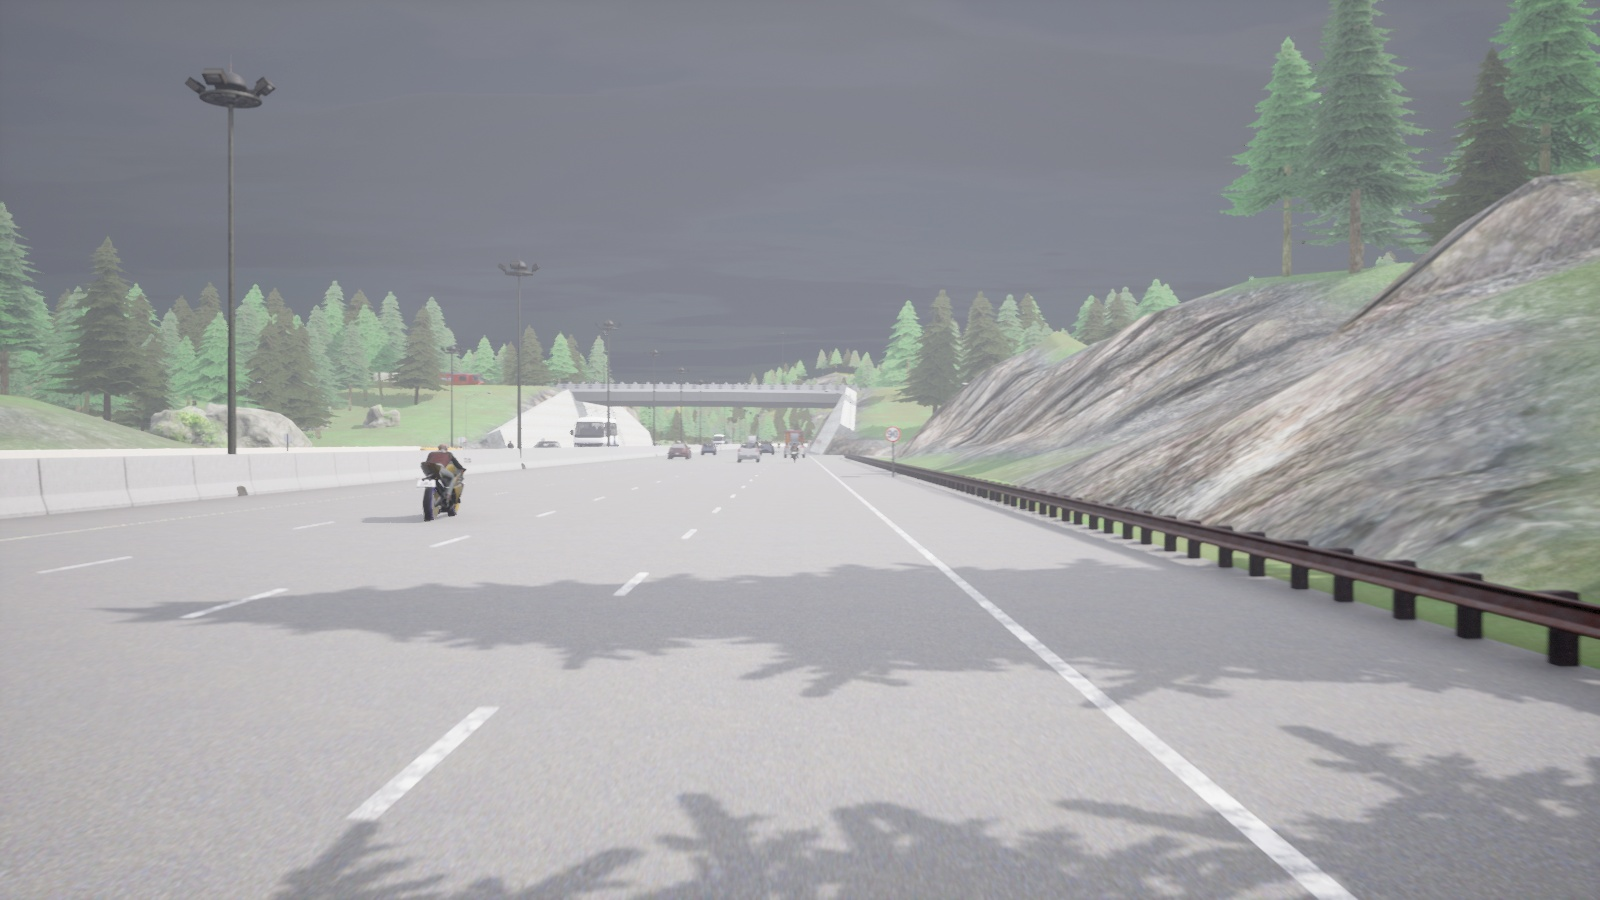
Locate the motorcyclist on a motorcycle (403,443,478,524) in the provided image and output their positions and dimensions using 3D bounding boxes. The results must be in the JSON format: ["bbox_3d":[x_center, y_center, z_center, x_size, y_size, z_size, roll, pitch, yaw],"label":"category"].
[{"bbox_3d":[-7.077,0.637,24.869,0.866,1.530,2.191,0,0,0],"label":"motorcyclist on a motorcycle"}]

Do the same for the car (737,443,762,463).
[{"bbox_3d":[-3.865,0.212,96.376,1.845,1.501,3.633,0,0,0],"label":"car"}]
